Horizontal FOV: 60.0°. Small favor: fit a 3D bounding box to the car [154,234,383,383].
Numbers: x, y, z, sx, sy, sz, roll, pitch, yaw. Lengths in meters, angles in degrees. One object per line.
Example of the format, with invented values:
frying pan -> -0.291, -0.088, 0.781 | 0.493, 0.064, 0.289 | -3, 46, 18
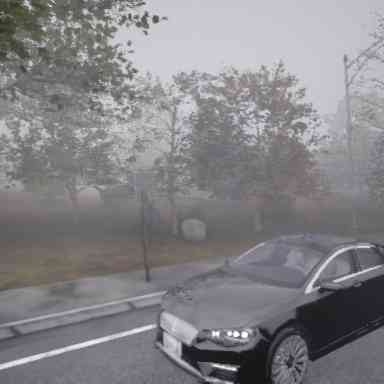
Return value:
car -> 1.767, 1.484, 5.253 | 4.902, 1.511, 2.128 | 0, 0, -35
